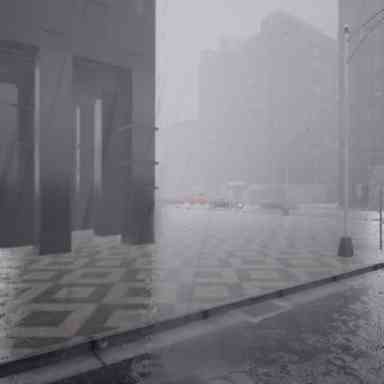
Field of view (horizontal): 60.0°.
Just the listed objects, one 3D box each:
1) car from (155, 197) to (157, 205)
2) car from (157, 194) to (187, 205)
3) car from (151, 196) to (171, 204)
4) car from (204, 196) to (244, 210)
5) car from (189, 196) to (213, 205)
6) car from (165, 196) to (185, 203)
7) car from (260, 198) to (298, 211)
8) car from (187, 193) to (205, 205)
[{"bbox_3d":[-7.685,1.410,56.535,1.882,1.535,5.008,0,0,-36],"label":"car"},{"bbox_3d":[-3.388,1.409,56.083,1.882,1.535,5.008,0,0,-35],"label":"car"},{"bbox_3d":[-6.120,1.489,65.493,1.812,1.442,4.674,0,0,-36],"label":"car"},{"bbox_3d":[4.100,1.375,39.986,2.128,1.511,4.902,0,0,-36],"label":"car"},{"bbox_3d":[1.591,1.464,60.403,1.837,1.490,4.892,0,0,-35],"label":"car"},{"bbox_3d":[-3.482,1.541,67.391,1.994,1.385,4.181,0,0,-36],"label":"car"},{"bbox_3d":[9.757,1.411,37.684,1.812,1.442,4.674,0,0,-36],"label":"car"},{"bbox_3d":[0.096,1.162,56.936,2.150,2.045,5.566,0,-1,-35],"label":"car"}]
